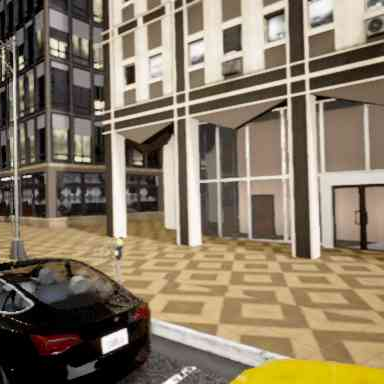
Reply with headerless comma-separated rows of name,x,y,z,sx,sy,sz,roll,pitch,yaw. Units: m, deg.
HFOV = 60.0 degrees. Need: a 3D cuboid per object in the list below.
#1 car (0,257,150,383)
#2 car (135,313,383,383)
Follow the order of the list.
car,-2.480,1.613,4.716,4.313,1.339,1.947,-1,-1,36
car,2.130,1.515,1.404,4.829,1.417,1.752,-1,-2,35
